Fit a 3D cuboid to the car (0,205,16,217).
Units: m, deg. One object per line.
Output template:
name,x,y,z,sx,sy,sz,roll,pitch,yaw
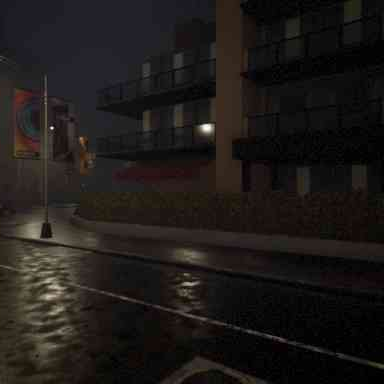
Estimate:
car,-17.970,1.505,28.943,1.837,1.490,4.892,0,0,37
